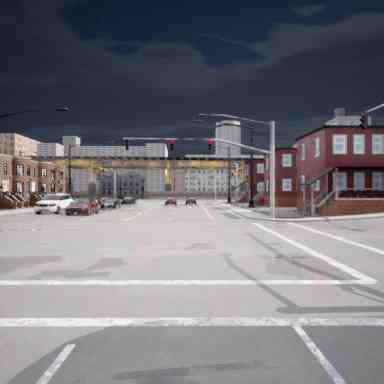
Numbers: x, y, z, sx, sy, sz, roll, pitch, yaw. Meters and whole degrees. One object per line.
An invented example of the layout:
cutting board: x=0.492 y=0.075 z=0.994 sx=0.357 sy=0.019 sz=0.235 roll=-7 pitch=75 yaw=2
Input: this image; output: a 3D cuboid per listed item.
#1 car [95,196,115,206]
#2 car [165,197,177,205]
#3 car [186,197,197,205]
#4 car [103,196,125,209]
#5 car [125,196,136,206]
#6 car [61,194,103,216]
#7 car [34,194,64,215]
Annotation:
car: x=-14.210 y=1.477 z=54.605 sx=1.882 sy=1.535 sz=5.008 roll=0 pitch=0 yaw=0
car: x=-3.542 y=1.526 z=56.727 sx=1.812 sy=1.442 sz=4.674 roll=0 pitch=0 yaw=0
car: x=-0.147 y=1.526 z=58.543 sx=1.812 sy=1.442 sz=4.674 roll=0 pitch=0 yaw=0
car: x=-10.708 y=1.490 z=43.981 sx=2.128 sy=1.511 sz=4.902 roll=0 pitch=0 yaw=0
car: x=-10.705 y=1.477 z=56.352 sx=1.882 sy=1.535 sz=5.008 roll=0 pitch=0 yaw=0
car: x=-10.672 y=1.352 z=32.624 sx=2.097 sy=1.767 sz=4.553 roll=0 pitch=0 yaw=0
car: x=-14.187 y=1.214 z=34.438 sx=2.150 sy=2.045 sz=5.566 roll=0 pitch=1 yaw=0
